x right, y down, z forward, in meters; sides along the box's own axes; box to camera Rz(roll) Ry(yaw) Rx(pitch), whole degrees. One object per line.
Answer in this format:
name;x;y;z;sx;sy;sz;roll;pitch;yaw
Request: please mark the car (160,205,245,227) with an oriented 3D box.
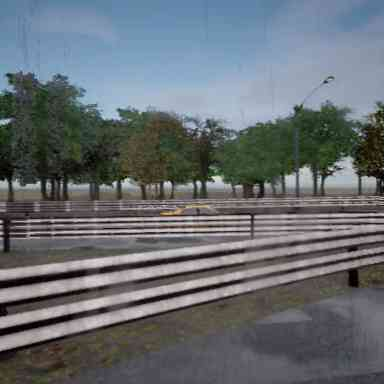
car;0.604;1.516;19.537;5.008;1.535;1.882;-1;1;-3
